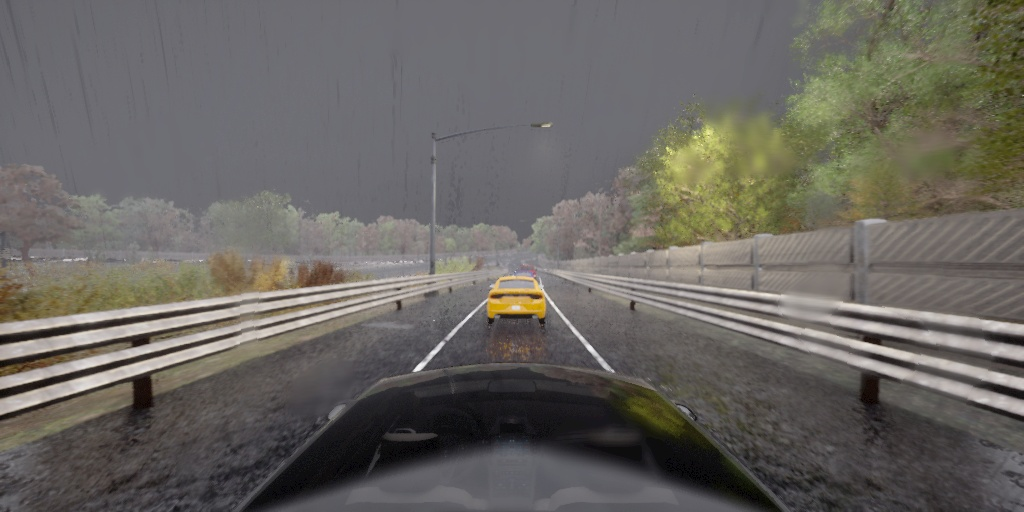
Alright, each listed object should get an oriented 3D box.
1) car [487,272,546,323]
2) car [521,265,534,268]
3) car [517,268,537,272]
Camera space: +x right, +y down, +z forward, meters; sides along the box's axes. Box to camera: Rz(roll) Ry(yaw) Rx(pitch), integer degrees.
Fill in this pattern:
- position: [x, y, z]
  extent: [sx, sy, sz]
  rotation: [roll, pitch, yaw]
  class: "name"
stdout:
- position: [0.181, 1.498, 13.379]
  extent: [1.882, 1.535, 5.008]
  rotation: [0, -2, 1]
  class: "car"
- position: [2.018, 2.210, 46.261]
  extent: [2.150, 2.045, 5.566]
  rotation: [0, -1, 4]
  class: "car"
- position: [0.960, 1.980, 29.764]
  extent: [1.882, 1.535, 5.008]
  rotation: [0, -1, 3]
  class: "car"
